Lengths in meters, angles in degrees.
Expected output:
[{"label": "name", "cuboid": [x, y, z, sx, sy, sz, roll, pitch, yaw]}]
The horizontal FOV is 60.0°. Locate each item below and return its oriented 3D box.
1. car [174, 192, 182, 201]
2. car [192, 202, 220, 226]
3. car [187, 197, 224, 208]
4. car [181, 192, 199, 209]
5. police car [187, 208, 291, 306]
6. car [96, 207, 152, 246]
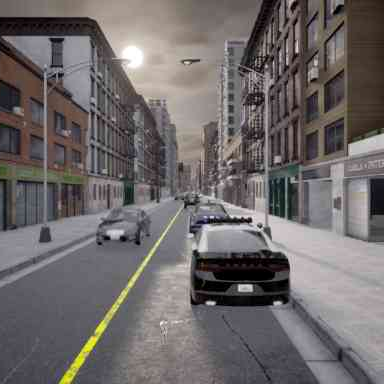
[{"label": "car", "cuboid": [-2.942, 1.123, 78.179, 2.150, 2.045, 5.566, 0, 0, 0]}, {"label": "car", "cuboid": [0.918, 1.519, 24.111, 1.812, 1.442, 4.674, 0, 0, 0]}, {"label": "car", "cuboid": [0.912, 1.347, 18.081, 2.097, 1.767, 4.553, 0, 0, 0]}, {"label": "car", "cuboid": [0.036, 1.194, 45.202, 2.150, 2.045, 5.566, 0, 0, 0]}, {"label": "police car", "cuboid": [0.906, 1.424, 8.221, 1.930, 1.638, 5.238, 0, 0, 0]}, {"label": "car", "cuboid": [-2.989, 1.488, 15.352, 2.128, 1.511, 4.902, 0, 0, 0]}]
